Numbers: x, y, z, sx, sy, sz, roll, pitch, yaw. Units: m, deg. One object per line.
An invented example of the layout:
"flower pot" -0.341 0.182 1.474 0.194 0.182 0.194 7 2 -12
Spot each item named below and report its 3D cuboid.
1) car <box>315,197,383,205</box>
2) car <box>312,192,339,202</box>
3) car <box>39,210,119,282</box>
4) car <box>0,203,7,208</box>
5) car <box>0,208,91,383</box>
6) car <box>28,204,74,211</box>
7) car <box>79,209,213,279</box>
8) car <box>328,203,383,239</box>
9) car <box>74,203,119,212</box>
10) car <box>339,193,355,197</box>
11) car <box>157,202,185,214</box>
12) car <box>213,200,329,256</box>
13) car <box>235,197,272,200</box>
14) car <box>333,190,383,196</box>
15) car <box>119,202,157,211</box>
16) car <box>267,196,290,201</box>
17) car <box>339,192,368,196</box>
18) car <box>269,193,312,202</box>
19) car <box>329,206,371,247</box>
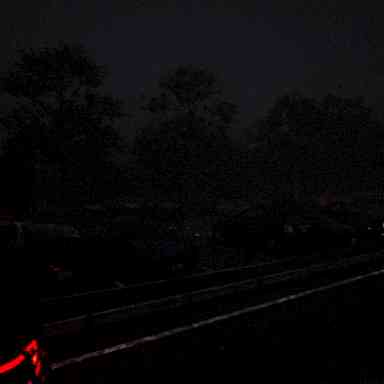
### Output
"car" 9.642 1.364 18.516 2.185 1.767 4.553 -1 0 -35
"car" 13.411 1.150 37.127 2.185 1.767 4.553 -1 1 -35
"car" -4.032 1.459 8.890 2.231 1.521 4.892 1 0 -35
"car" -11.695 1.450 19.726 1.946 1.575 5.366 1 -1 -35
"car" -3.492 1.226 1.191 5.566 2.045 2.150 0 0 -36
"car" -9.397 1.511 21.074 2.163 1.488 4.792 1 0 -35
"car" -1.744 1.518 10.465 2.163 1.488 4.792 0 0 -35
"car" 7.361 1.535 16.915 2.163 1.488 4.792 0 0 -35
"car" -7.124 1.500 22.695 2.097 1.535 5.008 0 0 -35
"car" 15.715 1.209 38.696 2.097 1.535 5.008 -2 1 -35
"car" -2.449 1.511 25.970 2.231 1.521 4.892 0 0 -35
"car" 2.830 1.389 13.667 2.185 1.767 4.553 0 0 -35
"car" 4.398 1.457 30.548 1.946 1.575 5.366 -1 0 -35
"car" 20.384 0.812 41.939 2.435 2.045 5.566 -2 1 -35
"car" -4.839 1.509 24.296 2.097 1.535 5.008 0 0 -35
"car" 6.573 1.426 32.305 2.097 1.535 5.008 -1 1 -35
"car" 17.986 1.131 40.520 1.946 1.575 5.366 -2 1 -35
"car" 8.841 1.133 33.921 2.435 2.045 5.566 -1 1 -35
"car" 5.112 1.544 15.268 2.163 1.488 4.792 0 0 -35
